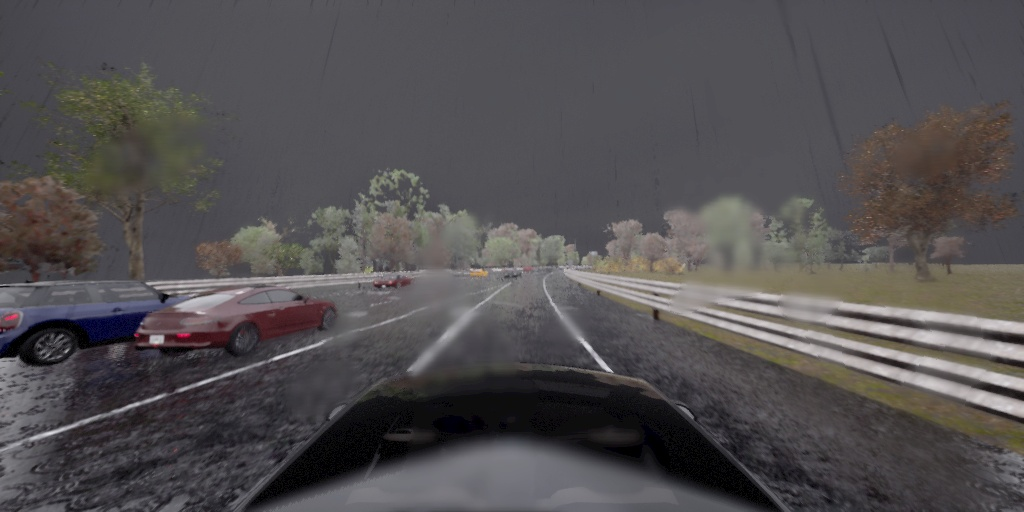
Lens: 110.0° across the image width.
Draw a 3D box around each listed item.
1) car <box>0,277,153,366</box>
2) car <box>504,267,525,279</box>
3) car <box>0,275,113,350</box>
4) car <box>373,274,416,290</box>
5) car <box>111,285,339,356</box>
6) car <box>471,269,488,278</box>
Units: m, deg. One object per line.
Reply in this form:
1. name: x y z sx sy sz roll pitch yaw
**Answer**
1. car: -9.952 1.360 8.887 2.097 1.767 4.553 -1 -2 7
2. car: 0.234 2.596 51.181 1.895 1.301 4.718 -2 -2 11
3. car: -13.494 1.434 8.790 2.097 1.767 4.553 -1 -2 7
4. car: -10.218 2.268 31.709 1.895 1.301 4.718 -2 -2 9
5. car: -6.391 1.462 9.030 1.812 1.442 4.674 -1 -2 7
6. car: -5.346 2.826 59.154 1.882 1.535 5.008 -2 -2 11
